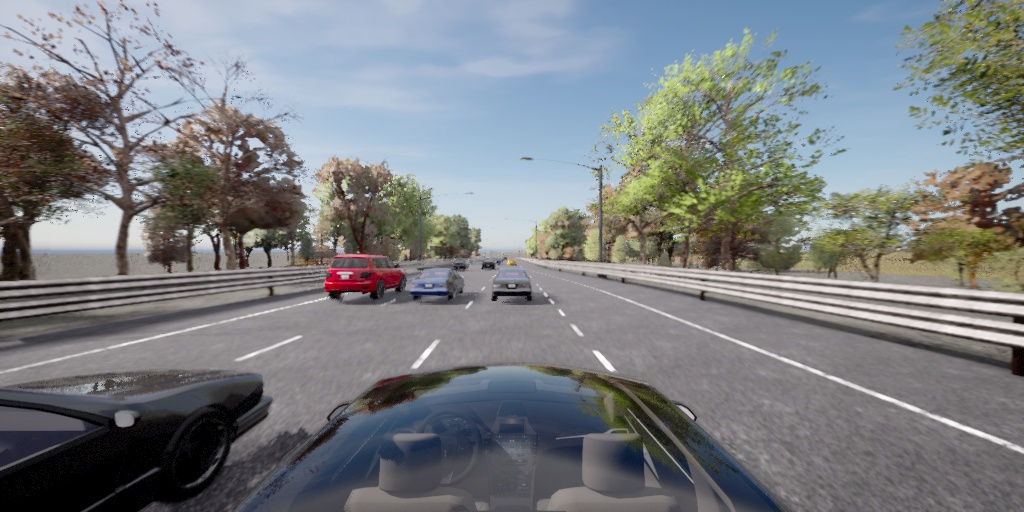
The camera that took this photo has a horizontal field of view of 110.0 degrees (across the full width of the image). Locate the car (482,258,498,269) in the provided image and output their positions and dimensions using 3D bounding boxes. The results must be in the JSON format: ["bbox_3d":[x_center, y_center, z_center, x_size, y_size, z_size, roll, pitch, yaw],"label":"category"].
[{"bbox_3d":[-3.522,1.248,55.328,1.882,1.535,5.008,0,0,0],"label":"car"}]

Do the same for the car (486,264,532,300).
[{"bbox_3d":[-0.008,1.297,17.510,2.033,1.411,5.357,0,0,0],"label":"car"}]

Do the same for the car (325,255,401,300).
[{"bbox_3d":[-7.007,0.971,17.716,2.150,2.045,5.566,0,0,0],"label":"car"}]

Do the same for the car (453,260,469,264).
[{"bbox_3d":[-7.020,1.270,49.320,1.837,1.490,4.892,0,0,0],"label":"car"}]

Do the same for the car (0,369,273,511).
[{"bbox_3d":[-3.501,1.297,1.372,2.033,1.411,5.357,0,0,0],"label":"car"}]

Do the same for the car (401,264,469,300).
[{"bbox_3d":[-3.507,1.296,17.571,2.033,1.411,5.357,0,0,0],"label":"car"}]
